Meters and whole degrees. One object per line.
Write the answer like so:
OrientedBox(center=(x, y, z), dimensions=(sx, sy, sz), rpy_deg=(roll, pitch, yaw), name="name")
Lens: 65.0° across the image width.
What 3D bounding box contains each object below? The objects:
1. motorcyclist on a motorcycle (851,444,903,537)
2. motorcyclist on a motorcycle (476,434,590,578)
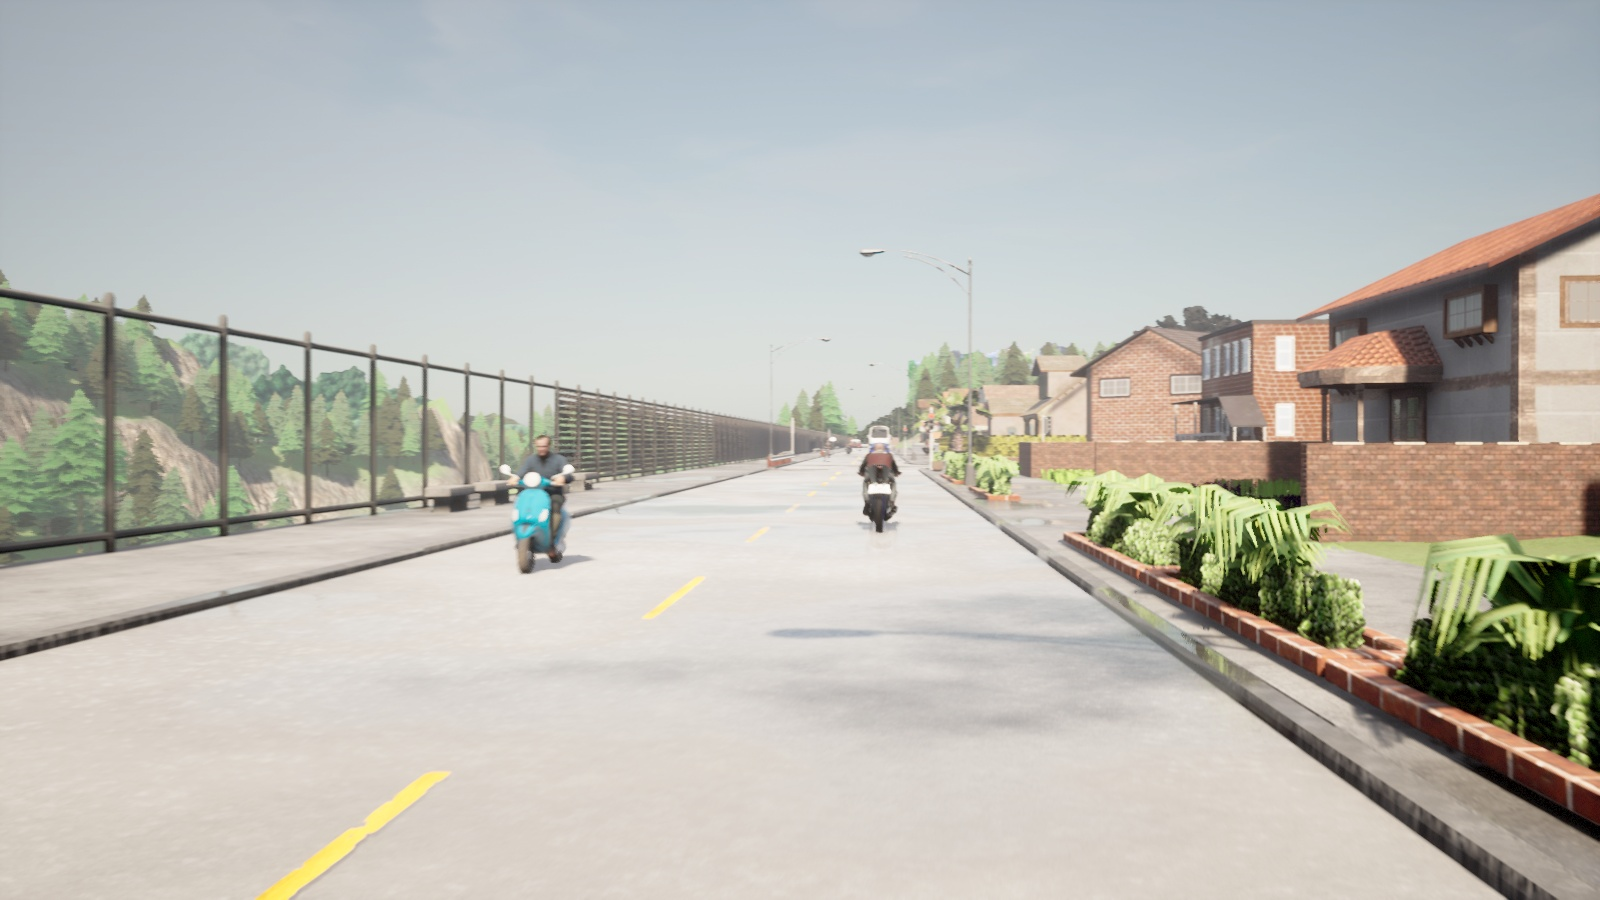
OrientedBox(center=(1.336, 0.659, 21.798), dimensions=(0.866, 1.530, 2.191), rpy_deg=(0, 0, 3), name="motorcyclist on a motorcycle")
OrientedBox(center=(-3.100, 0.612, 14.764), dimensions=(0.866, 1.590, 1.817), rpy_deg=(0, 0, 3), name="motorcyclist on a motorcycle")
